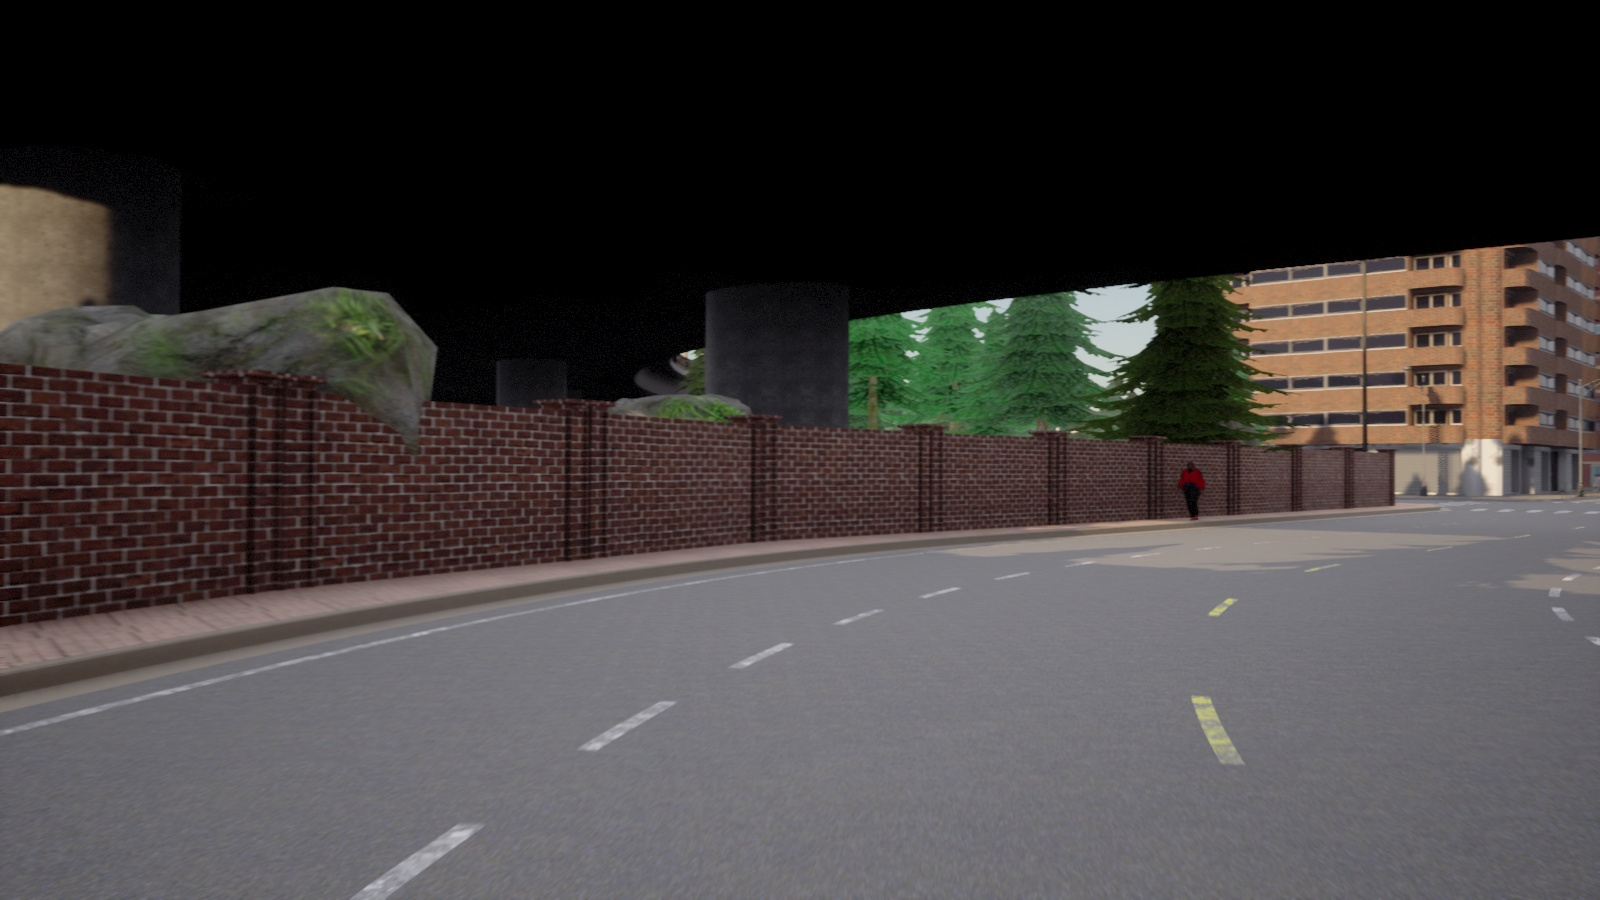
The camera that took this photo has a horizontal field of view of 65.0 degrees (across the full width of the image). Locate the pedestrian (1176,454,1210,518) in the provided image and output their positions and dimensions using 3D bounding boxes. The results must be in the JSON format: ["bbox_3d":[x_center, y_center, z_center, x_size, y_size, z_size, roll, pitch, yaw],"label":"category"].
[{"bbox_3d":[11.490,1.053,36.679,0.634,1.844,0.899,-1,-1,40],"label":"pedestrian"}]
